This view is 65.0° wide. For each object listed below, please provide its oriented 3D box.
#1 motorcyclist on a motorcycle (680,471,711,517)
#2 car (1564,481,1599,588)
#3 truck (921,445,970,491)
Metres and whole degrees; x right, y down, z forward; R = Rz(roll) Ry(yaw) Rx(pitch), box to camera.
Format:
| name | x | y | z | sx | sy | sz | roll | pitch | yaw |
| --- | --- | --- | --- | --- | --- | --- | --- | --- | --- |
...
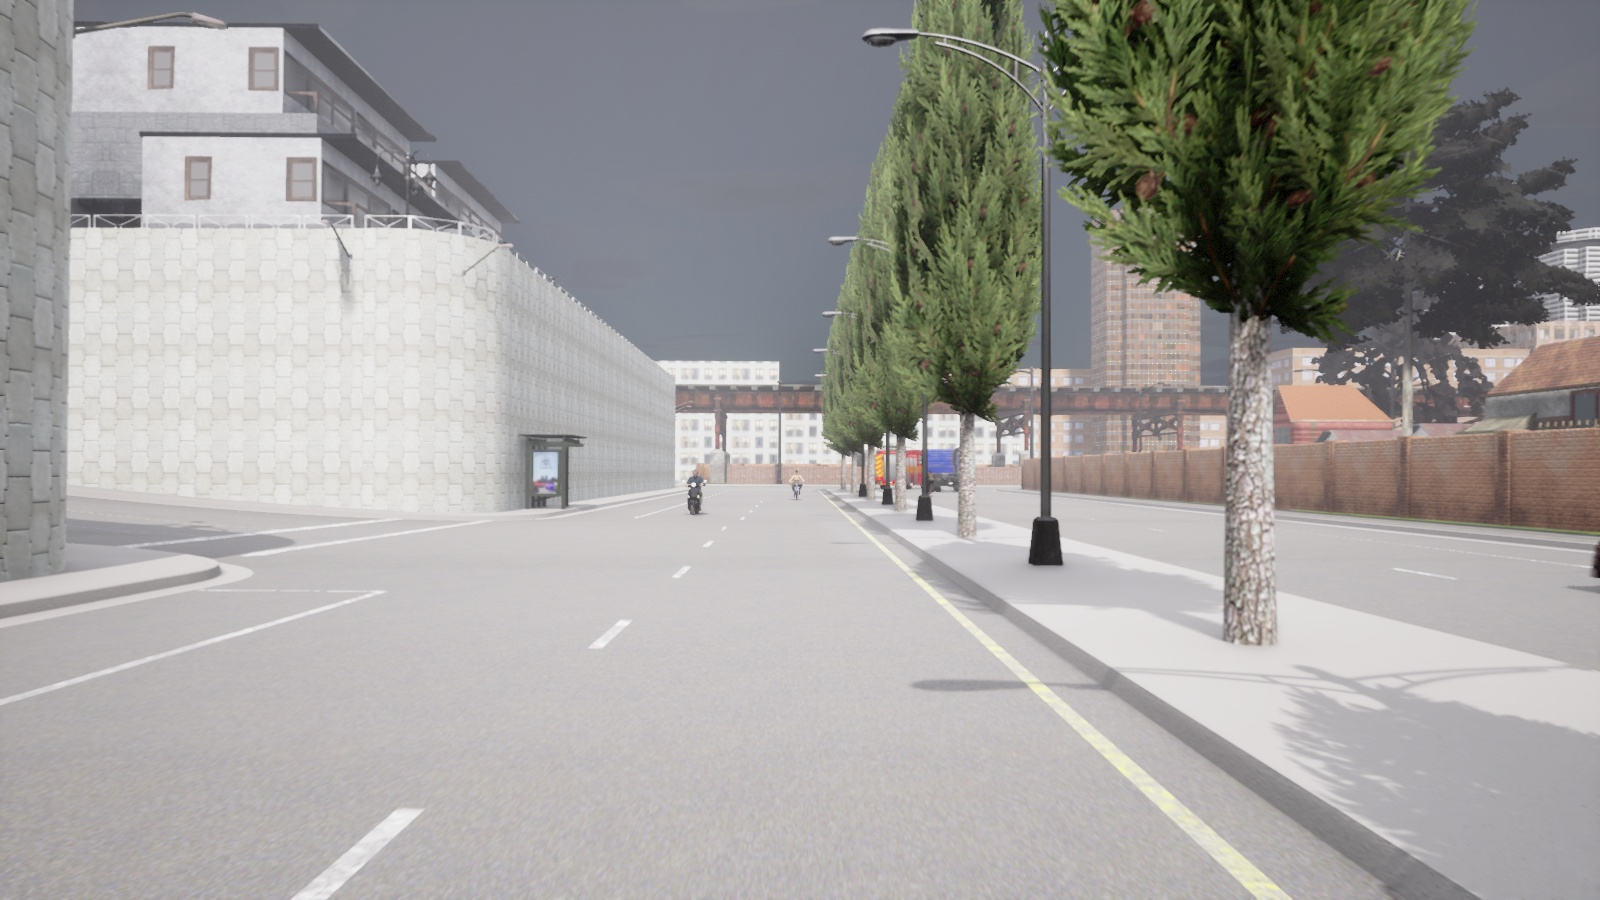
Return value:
| name | x | y | z | sx | sy | sz | roll | pitch | yaw |
| --- | --- | --- | --- | --- | --- | --- | --- | --- | --- |
| motorcyclist on a motorcycle | -3.661 | 1.519 | 43.989 | 0.866 | 1.590 | 1.817 | -1 | -1 | 2 |
| car | 11.464 | 1.085 | 15.079 | 1.994 | 1.385 | 4.181 | 0 | -1 | 0 |
| truck | 11.261 | 1.427 | 97.902 | 2.891 | 3.462 | 7.936 | 0 | -1 | 0 |
